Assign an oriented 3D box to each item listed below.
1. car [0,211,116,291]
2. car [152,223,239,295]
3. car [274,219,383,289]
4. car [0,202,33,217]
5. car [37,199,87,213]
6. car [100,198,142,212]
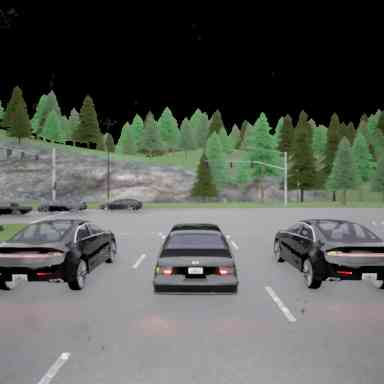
[{"bbox_3d":[-3.401,1.491,9.028,2.128,1.511,4.902,0,0,0],"label":"car"},{"bbox_3d":[0.099,1.547,8.847,2.033,1.411,5.357,0,0,1],"label":"car"},{"bbox_3d":[3.600,1.491,9.122,2.128,1.511,4.902,0,0,1],"label":"car"},{"bbox_3d":[-17.257,1.600,30.288,4.718,1.301,1.895,0,0,-13],"label":"car"},{"bbox_3d":[-13.591,1.490,34.964,4.902,1.511,2.128,0,0,-5],"label":"car"},{"bbox_3d":[-8.185,1.503,38.427,4.892,1.490,1.837,0,-1,10],"label":"car"}]
